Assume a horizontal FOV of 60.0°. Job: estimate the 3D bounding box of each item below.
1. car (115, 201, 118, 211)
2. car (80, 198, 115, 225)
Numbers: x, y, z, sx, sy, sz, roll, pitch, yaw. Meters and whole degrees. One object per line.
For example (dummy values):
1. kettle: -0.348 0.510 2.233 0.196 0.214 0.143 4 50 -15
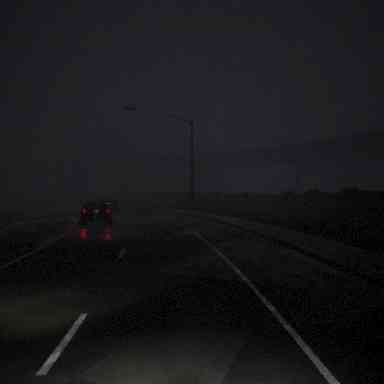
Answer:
1. car: -10.334 1.485 39.768 2.128 1.511 4.902 -1 0 -32
2. car: -7.051 1.359 24.512 2.097 1.767 4.553 -1 0 -16
